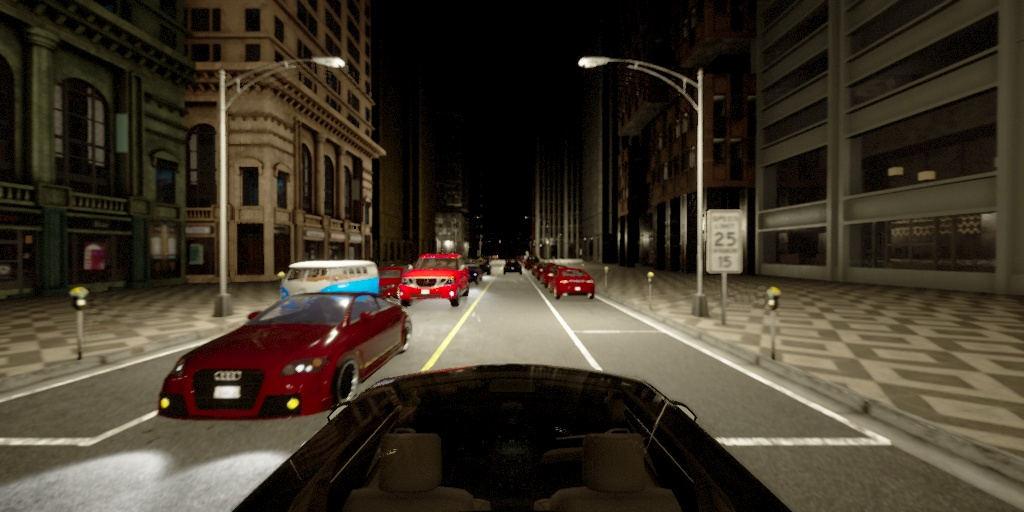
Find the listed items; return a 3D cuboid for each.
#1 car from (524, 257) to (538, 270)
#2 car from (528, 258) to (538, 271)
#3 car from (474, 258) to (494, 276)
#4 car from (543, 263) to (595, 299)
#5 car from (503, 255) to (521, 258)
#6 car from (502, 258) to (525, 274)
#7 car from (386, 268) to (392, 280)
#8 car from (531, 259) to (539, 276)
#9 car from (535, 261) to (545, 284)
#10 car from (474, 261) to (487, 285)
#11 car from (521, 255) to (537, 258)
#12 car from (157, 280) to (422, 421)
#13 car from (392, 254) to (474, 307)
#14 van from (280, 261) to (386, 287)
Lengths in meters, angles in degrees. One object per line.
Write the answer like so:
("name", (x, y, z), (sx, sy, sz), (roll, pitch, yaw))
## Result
("car", (2.744, 1.126, 44.949), (1.888, 1.381, 4.507), (0, 0, 0))
("car", (2.754, 1.148, 34.068), (1.751, 1.417, 4.829), (0, 0, 0))
("car", (-3.056, 1.181, 35.424), (1.994, 1.385, 4.181), (0, 0, 2))
("car", (2.771, 1.230, 17.322), (1.888, 1.381, 4.507), (0, 0, 0))
("car", (0.001, 1.038, 50.332), (1.882, 1.535, 5.008), (0, 0, 1))
("car", (0.076, 1.173, 37.471), (1.994, 1.385, 4.181), (0, 0, 0))
("car", (-5.784, 1.231, 17.334), (1.888, 1.381, 4.507), (0, 0, 0))
("car", (2.760, 1.188, 28.372), (1.888, 1.381, 4.507), (0, 0, 0))
("car", (2.765, 1.209, 22.847), (1.888, 1.381, 4.507), (0, 0, 0))
("car", (-3.099, 1.256, 25.344), (1.895, 1.301, 4.718), (0, 0, 0))
("car", (2.738, 0.875, 50.474), (2.192, 1.841, 5.009), (0, 0, 0))
("car", (-3.091, 1.296, 5.911), (1.994, 1.385, 4.181), (0, 0, 1))
("car", (-3.108, 0.914, 15.536), (2.150, 2.045, 5.566), (0, 0, -1))
("van", (-5.781, 1.049, 11.809), (1.690, 1.789, 3.998), (0, 0, 0))
